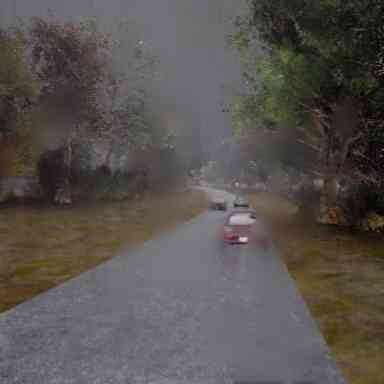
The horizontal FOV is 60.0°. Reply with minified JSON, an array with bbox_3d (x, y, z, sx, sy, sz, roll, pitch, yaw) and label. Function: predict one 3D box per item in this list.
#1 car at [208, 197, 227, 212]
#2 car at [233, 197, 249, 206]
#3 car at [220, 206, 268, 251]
[{"bbox_3d":[2.923,1.362,37.391,1.882,1.535,5.008,1,1,8],"label":"car"},{"bbox_3d":[6.470,1.328,44.016,1.994,1.385,4.181,0,1,6],"label":"car"},{"bbox_3d":[2.234,1.529,14.204,1.812,1.442,4.674,0,0,9],"label":"car"}]
